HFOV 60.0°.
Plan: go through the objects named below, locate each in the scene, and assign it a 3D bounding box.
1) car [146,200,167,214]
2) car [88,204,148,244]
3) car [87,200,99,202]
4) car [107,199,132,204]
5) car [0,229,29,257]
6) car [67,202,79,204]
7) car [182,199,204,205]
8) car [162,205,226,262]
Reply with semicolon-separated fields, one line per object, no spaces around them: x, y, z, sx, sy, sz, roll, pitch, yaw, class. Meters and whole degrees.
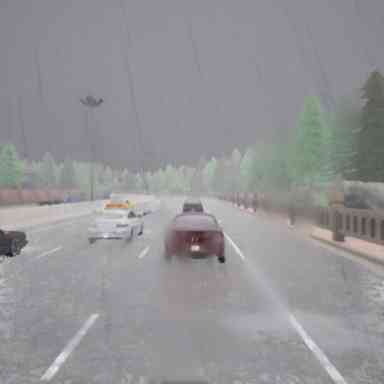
-3.423;1.445;31.517;1.812;1.442;4.674;0;0;0;car
-3.420;1.486;15.485;1.812;1.442;4.674;0;0;0;car
-14.070;1.093;50.605;2.150;2.045;5.566;0;0;1;car
-6.910;1.397;32.057;1.882;1.535;5.008;0;0;0;car
-6.902;1.524;9.711;2.033;1.411;5.357;0;0;0;car
-17.567;1.094;50.470;2.150;2.045;5.566;0;0;1;car
0.089;1.395;32.050;1.882;1.535;5.008;0;0;0;car
0.096;1.446;12.039;1.882;1.535;5.008;0;0;0;car
